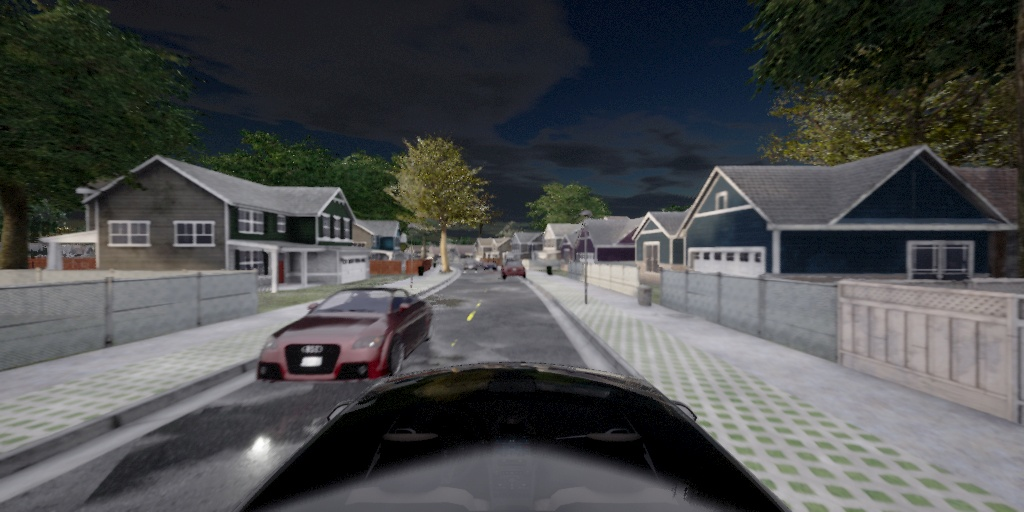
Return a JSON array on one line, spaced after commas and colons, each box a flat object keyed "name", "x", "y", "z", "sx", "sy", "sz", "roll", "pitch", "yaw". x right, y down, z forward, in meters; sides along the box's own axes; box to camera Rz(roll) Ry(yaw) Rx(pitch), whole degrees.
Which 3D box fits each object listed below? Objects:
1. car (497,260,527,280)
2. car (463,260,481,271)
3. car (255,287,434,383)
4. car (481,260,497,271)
[{"name": "car", "x": 0.063, "y": 1.147, "z": 33.078, "sx": 2.097, "sy": 1.767, "sz": 4.553, "roll": -2, "pitch": 0, "yaw": -5}, {"name": "car", "x": -5.925, "y": 1.369, "z": 51.022, "sx": 2.128, "sy": 1.511, "sz": 4.902, "roll": 0, "pitch": 0, "yaw": -8}, {"name": "car", "x": -2.867, "y": 1.327, "z": 7.121, "sx": 1.994, "sy": 1.385, "sz": 4.181, "roll": 0, "pitch": 0, "yaw": 0}, {"name": "car", "x": -3.260, "y": 1.473, "z": 51.978, "sx": 1.895, "sy": 1.301, "sz": 4.718, "roll": 0, "pitch": 0, "yaw": -9}]
